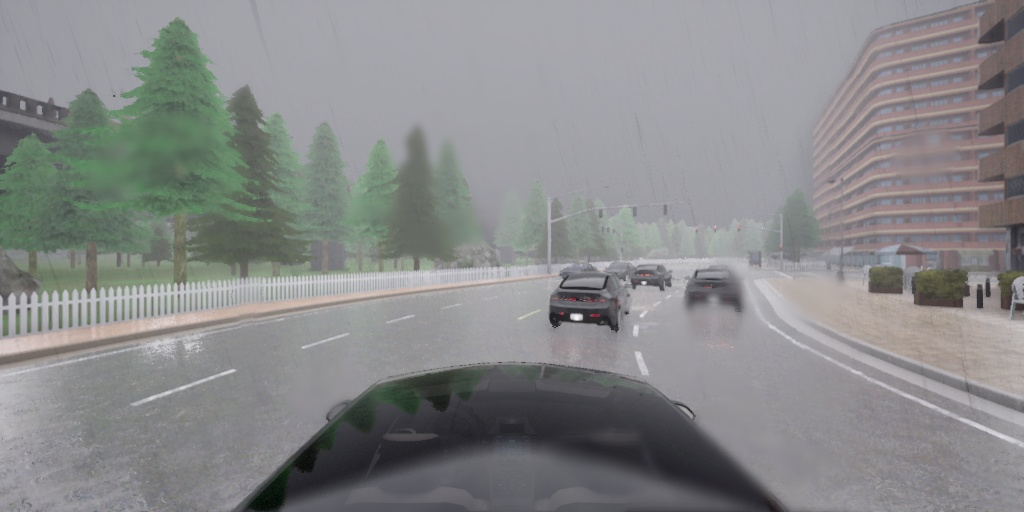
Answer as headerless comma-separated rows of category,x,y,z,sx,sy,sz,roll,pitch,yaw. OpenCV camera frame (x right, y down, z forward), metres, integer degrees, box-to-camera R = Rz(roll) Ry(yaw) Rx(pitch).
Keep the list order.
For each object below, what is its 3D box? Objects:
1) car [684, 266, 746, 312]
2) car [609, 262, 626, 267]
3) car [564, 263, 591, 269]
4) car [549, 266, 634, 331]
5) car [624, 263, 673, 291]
car,8.040,1.247,14.276,1.837,1.490,4.892,0,0,29
car,8.865,1.280,29.342,1.837,1.490,4.892,0,0,32
car,5.898,1.299,31.198,2.033,1.411,5.357,0,0,32
car,2.536,1.250,11.093,1.837,1.490,4.892,0,0,23
car,8.564,1.243,21.951,1.837,1.490,4.892,0,0,31
